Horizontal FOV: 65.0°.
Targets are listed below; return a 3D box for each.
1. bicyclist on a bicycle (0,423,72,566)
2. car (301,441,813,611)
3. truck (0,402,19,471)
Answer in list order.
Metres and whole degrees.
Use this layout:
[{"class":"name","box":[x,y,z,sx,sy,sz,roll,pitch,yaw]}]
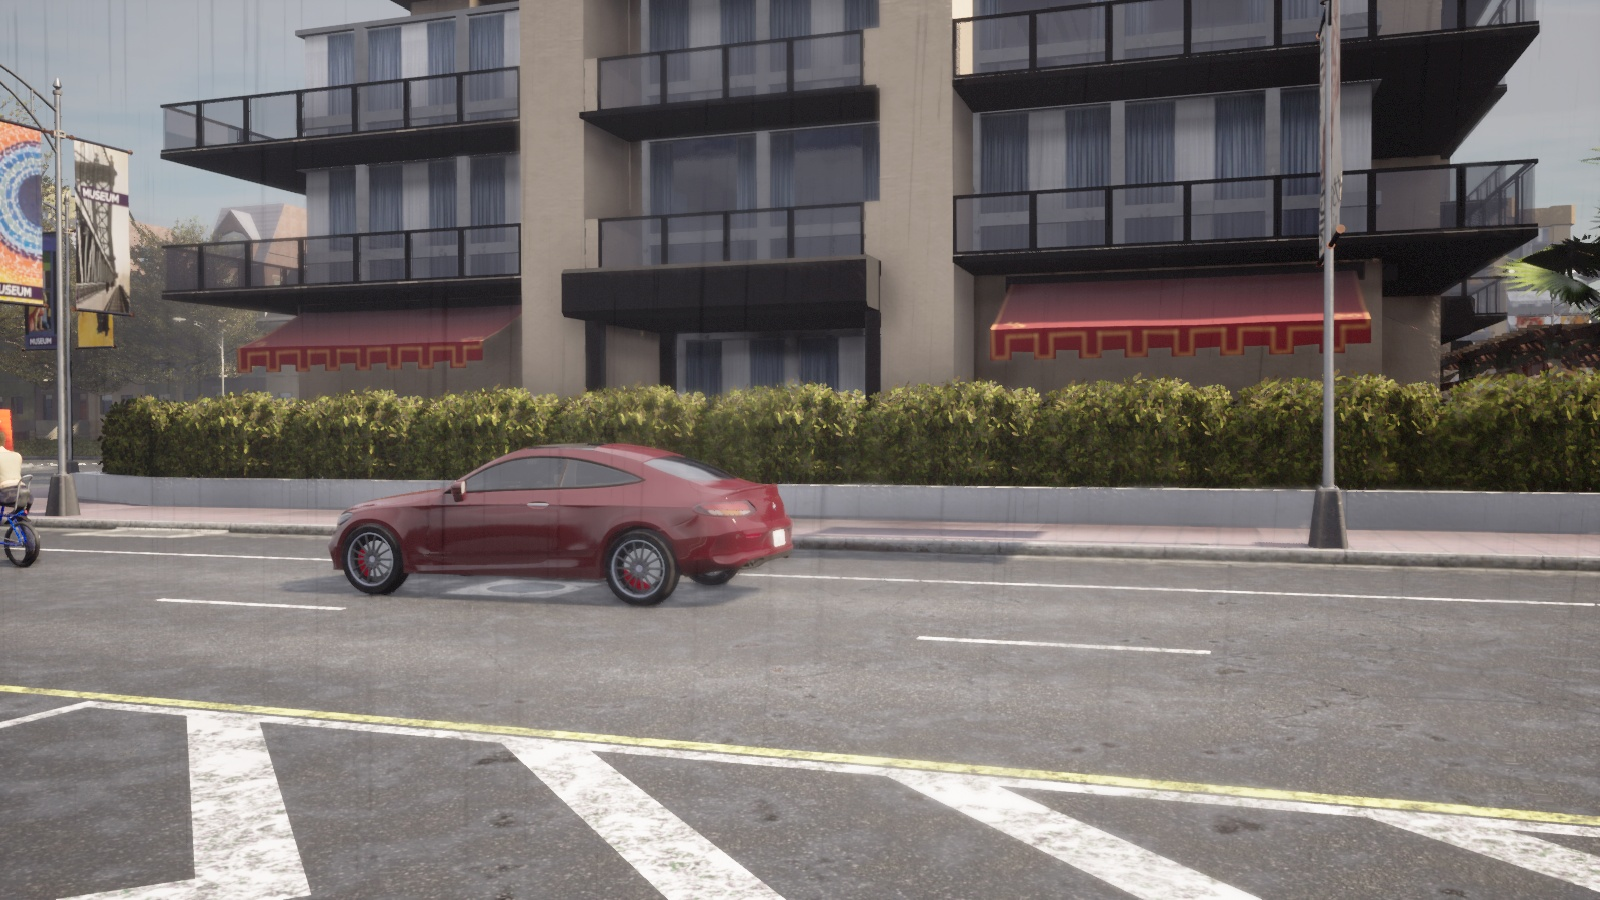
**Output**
[{"class":"bicyclist on a bicycle","box":[-9.546,0.490,14.820,1.509,1.612,0.866,1,1,19]},{"class":"car","box":[-2.380,0.645,12.405,4.674,1.442,1.812,0,1,19]},{"class":"truck","box":[-30.672,-0.478,43.900,2.627,2.467,5.204,1,1,18]}]
